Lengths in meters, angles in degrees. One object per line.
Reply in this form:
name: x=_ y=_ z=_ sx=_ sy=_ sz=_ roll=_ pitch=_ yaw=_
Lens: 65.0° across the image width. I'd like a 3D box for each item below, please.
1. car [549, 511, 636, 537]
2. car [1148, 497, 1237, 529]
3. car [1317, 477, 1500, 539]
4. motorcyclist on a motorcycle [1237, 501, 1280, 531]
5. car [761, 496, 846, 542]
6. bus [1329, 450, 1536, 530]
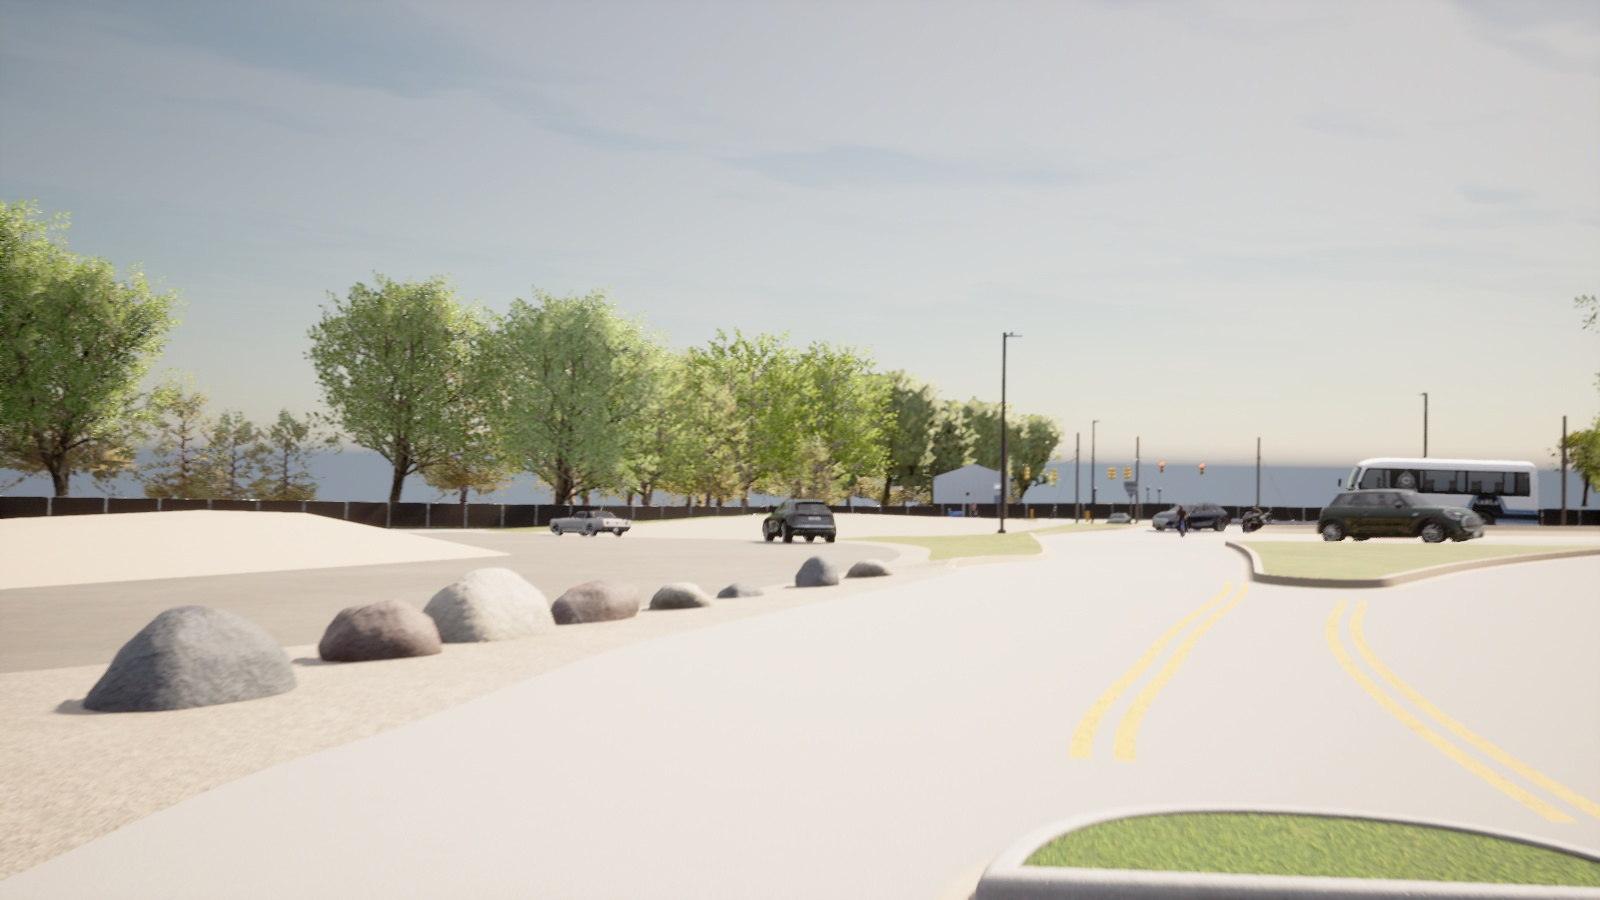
car: x=-10.673 y=3.823 z=64.373 sx=4.718 sy=1.301 sz=1.895 roll=-4 pitch=-6 yaw=43
car: x=22.036 y=3.492 z=70.466 sx=4.856 sy=1.649 sz=2.033 roll=1 pitch=-1 yaw=-30
car: x=18.660 y=1.791 z=38.661 sx=2.097 sy=1.767 sz=4.553 roll=0 pitch=-3 yaw=-42
motorcyclist on a motorcycle: x=24.212 y=3.474 z=66.306 sx=2.191 sy=1.530 sz=0.866 roll=1 pitch=-4 yaw=-32
car: x=0.063 y=2.607 z=47.316 sx=2.033 sy=1.649 sz=4.856 roll=1 pitch=-3 yaw=-15
bus: x=36.973 y=2.240 z=73.920 sx=10.273 sy=4.253 sz=3.944 roll=1 pitch=2 yaw=17
